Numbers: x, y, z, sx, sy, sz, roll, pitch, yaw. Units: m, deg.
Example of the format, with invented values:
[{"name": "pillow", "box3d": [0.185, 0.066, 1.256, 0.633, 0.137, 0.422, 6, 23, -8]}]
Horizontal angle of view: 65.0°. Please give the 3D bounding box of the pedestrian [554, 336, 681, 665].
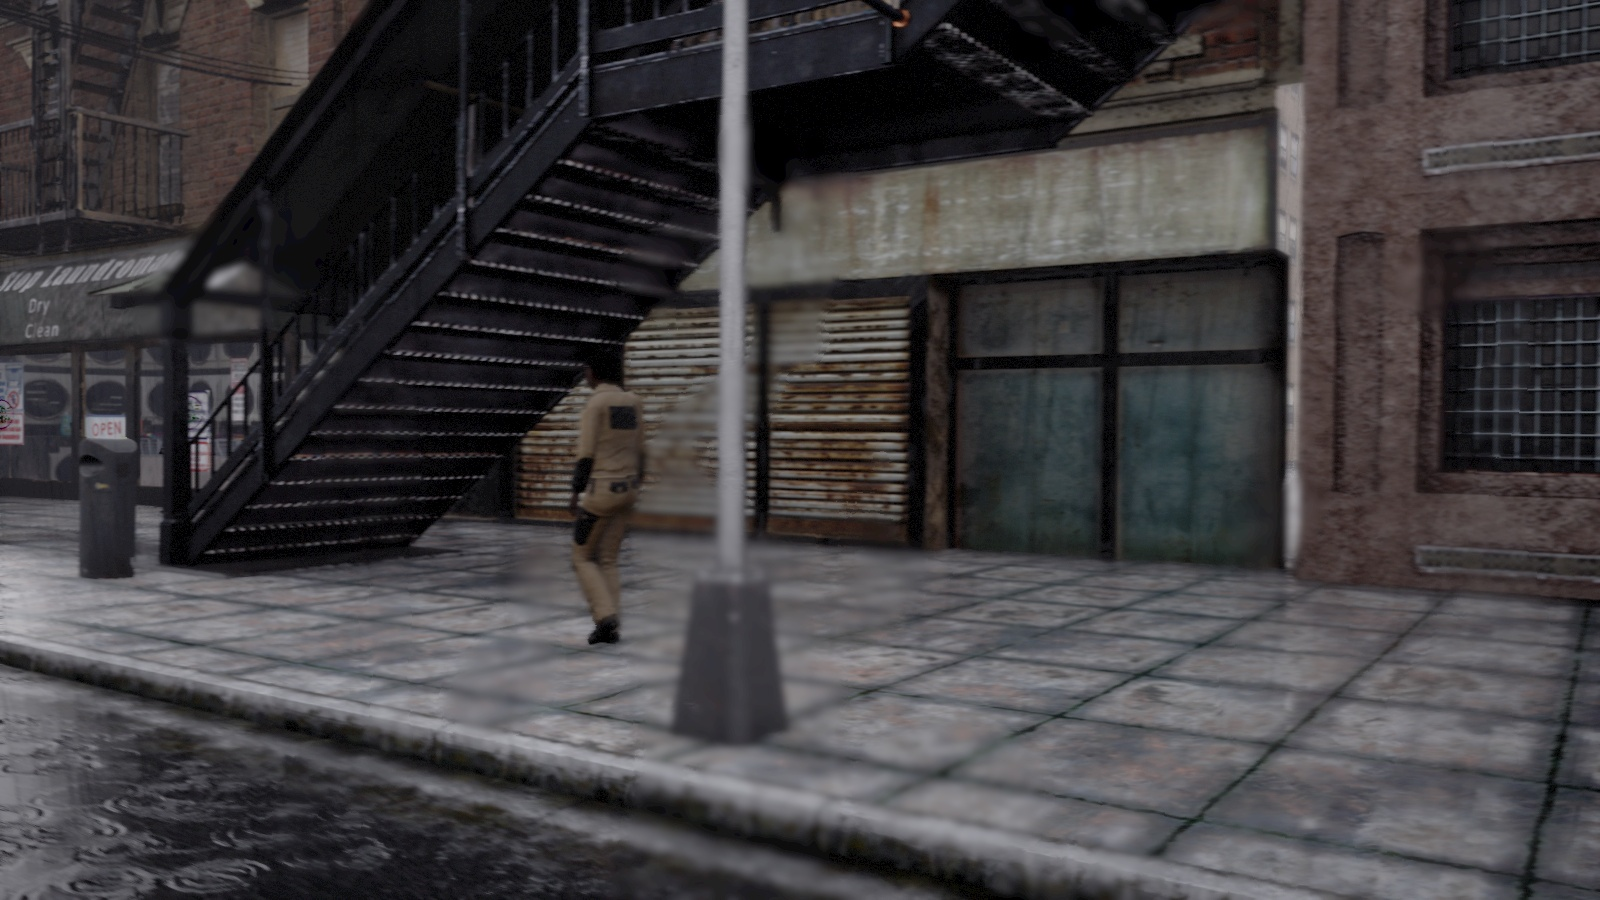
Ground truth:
[{"name": "pedestrian", "box3d": [-1.127, 0.293, 7.719, 0.692, 1.930, 0.396, 0, 1, 41]}]
